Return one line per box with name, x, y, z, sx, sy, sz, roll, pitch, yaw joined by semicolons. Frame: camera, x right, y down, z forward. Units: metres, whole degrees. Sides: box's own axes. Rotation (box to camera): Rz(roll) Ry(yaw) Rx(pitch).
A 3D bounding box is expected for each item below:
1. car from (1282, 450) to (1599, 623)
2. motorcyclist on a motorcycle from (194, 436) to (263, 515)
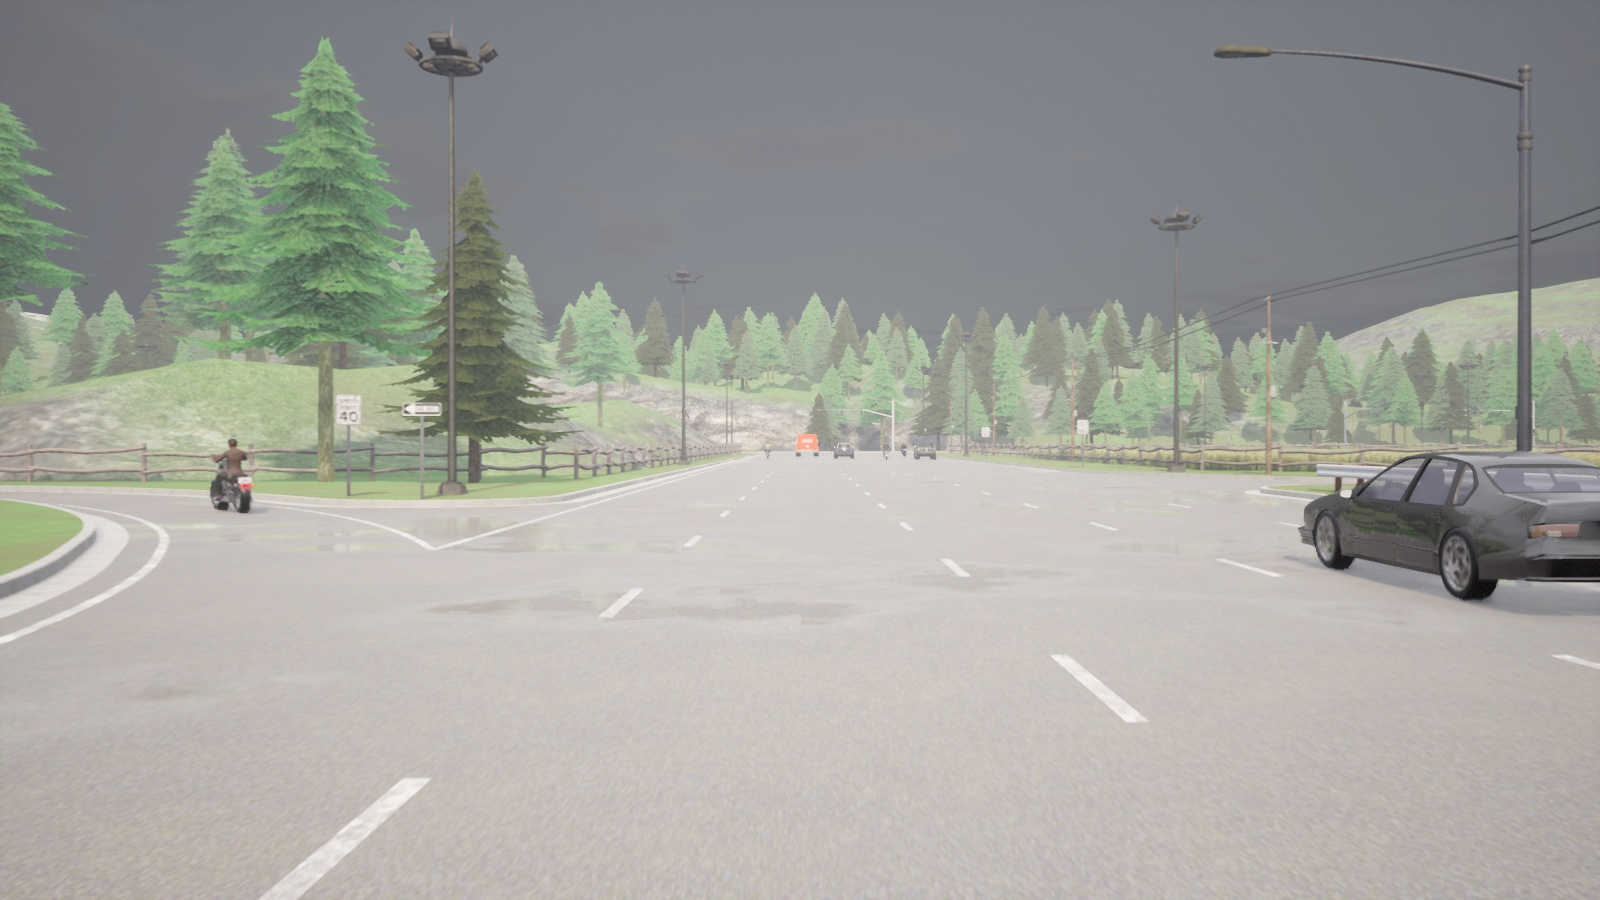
car;7.090;0.725;13.166;2.033;1.411;5.357;0;0;0
motorcyclist on a motorcycle;-12.479;0.532;27.381;0.766;1.649;2.350;-1;1;-40
